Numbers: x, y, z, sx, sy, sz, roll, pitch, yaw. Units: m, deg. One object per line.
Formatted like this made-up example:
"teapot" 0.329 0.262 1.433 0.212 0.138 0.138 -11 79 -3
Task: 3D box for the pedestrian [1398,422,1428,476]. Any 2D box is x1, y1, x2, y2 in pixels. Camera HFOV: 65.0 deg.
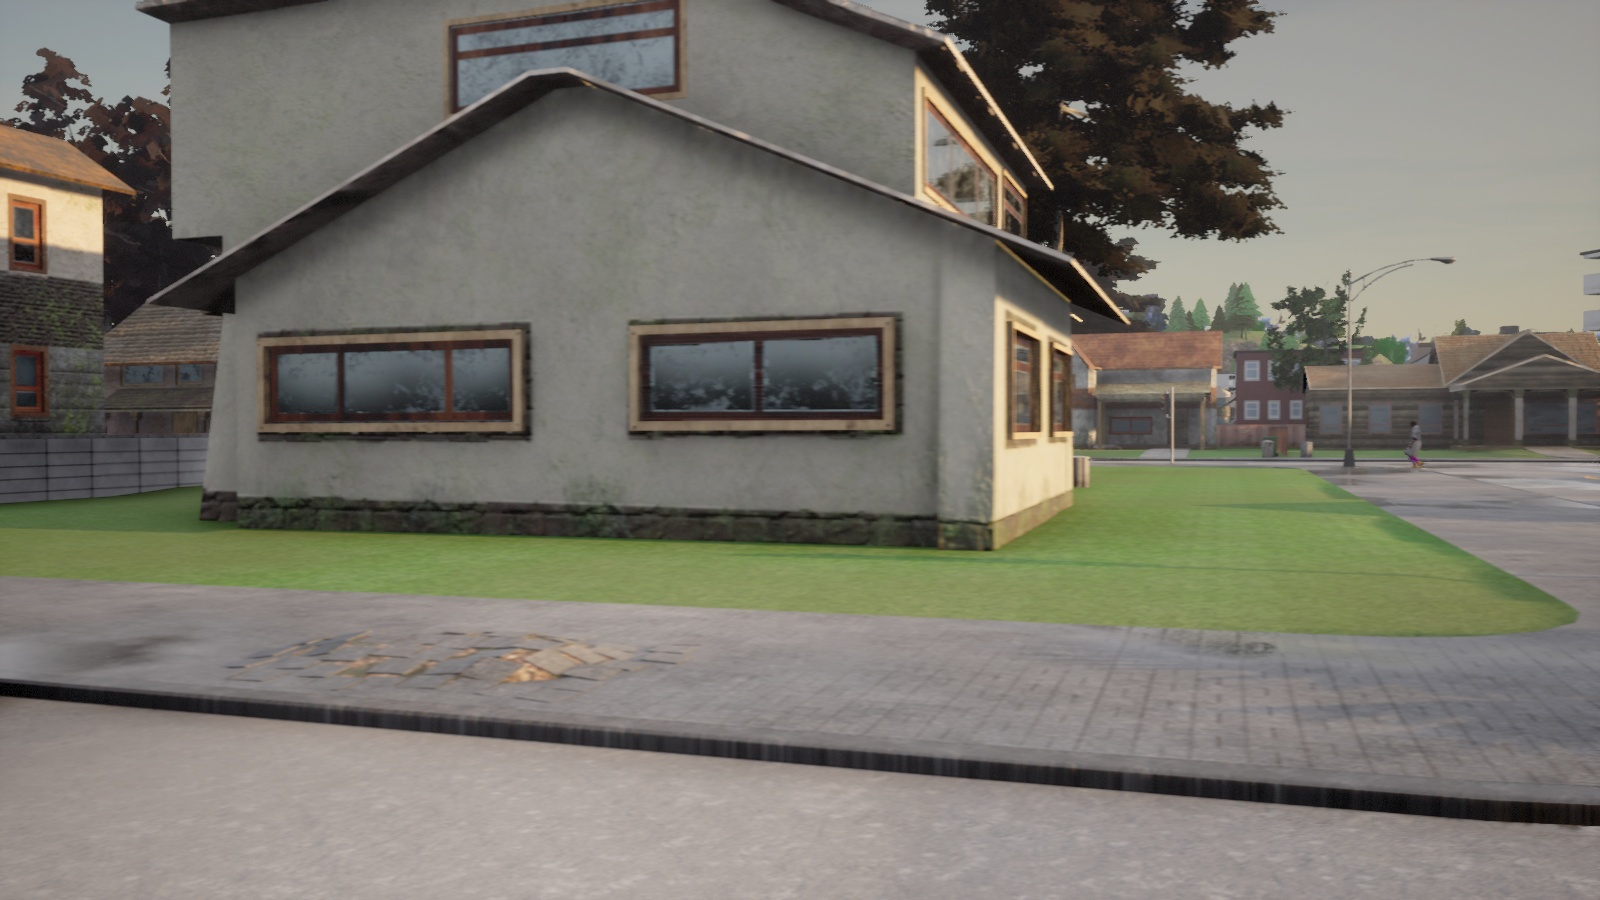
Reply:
"pedestrian" 22.617 -0.050 46.365 0.873 1.952 0.659 1 1 36
